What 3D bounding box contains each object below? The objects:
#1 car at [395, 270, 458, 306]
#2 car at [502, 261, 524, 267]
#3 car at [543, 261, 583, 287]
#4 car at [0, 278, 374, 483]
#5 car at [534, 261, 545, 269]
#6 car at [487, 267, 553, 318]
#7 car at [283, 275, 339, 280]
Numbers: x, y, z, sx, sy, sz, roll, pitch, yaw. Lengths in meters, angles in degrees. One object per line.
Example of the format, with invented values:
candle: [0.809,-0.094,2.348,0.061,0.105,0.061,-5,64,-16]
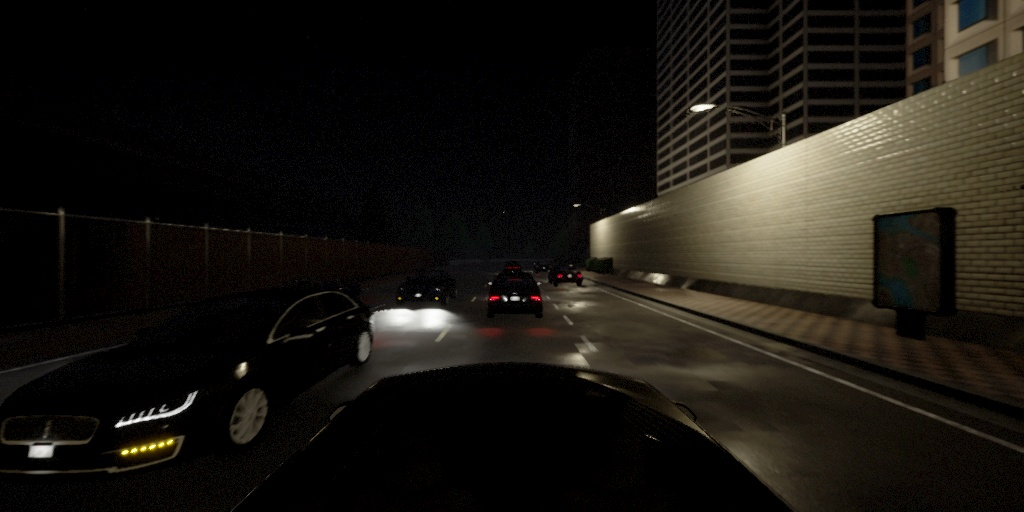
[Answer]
car: [-3.589,1.314,15.705,1.994,1.385,4.181,0,0,0]
car: [0.073,1.254,35.502,1.837,1.490,4.892,0,0,0]
car: [3.590,1.296,24.813,2.033,1.411,5.357,0,0,0]
car: [-3.599,1.256,5.169,1.837,1.490,4.892,0,0,0]
car: [3.574,1.312,41.923,1.994,1.385,4.181,0,0,0]
car: [0.099,1.297,13.017,2.033,1.411,5.357,0,0,0]
car: [-7.038,1.351,12.253,1.895,1.301,4.718,0,0,1]
